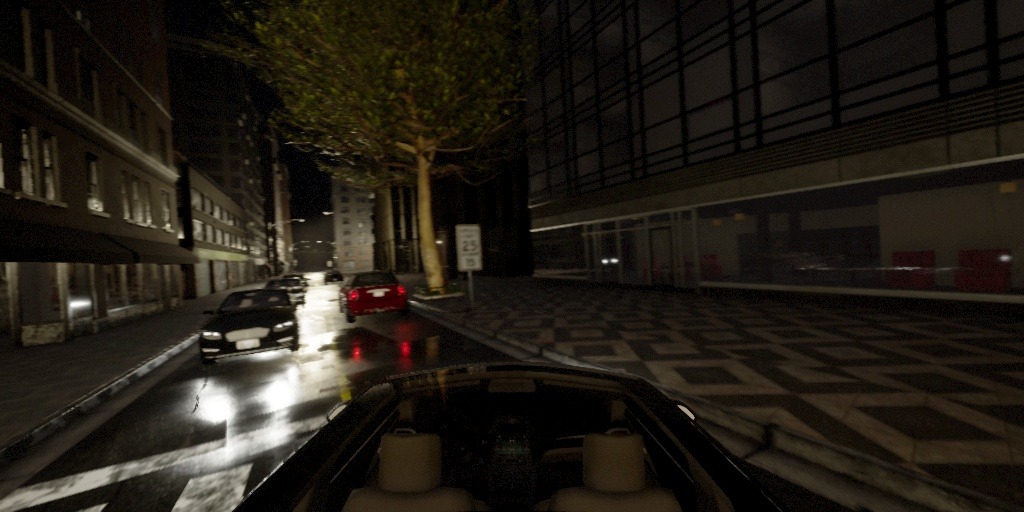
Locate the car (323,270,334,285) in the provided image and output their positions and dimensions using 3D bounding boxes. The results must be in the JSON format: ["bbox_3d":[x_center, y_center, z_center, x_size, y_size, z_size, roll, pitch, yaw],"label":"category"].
[{"bbox_3d":[-19.171,2.256,38.540,1.812,1.442,4.674,-4,0,-29],"label":"car"}]

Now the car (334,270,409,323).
[{"bbox_3d":[-5.608,1.389,14.176,2.097,1.767,4.553,-4,0,-29],"label":"car"}]

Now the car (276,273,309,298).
[{"bbox_3d":[-16.260,2.118,26.776,1.837,1.490,4.892,-4,0,-29],"label":"car"}]

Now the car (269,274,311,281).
[{"bbox_3d":[-11.293,1.850,17.840,2.128,1.511,4.902,-4,0,-29],"label":"car"}]

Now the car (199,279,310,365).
[{"bbox_3d":[-6.657,1.613,9.526,2.128,1.511,4.902,-4,0,-29],"label":"car"}]
